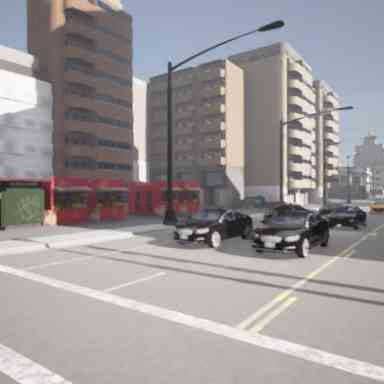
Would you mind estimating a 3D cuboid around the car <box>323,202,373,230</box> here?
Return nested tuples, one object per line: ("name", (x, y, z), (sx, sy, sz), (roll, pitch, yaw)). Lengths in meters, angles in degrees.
("car", (10.326, 1.637, 22.074), (2.033, 1.411, 5.357), (0, 0, 35))

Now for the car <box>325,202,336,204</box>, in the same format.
("car", (14.406, 1.748, 33.958), (2.033, 1.411, 5.357), (0, -1, 35))

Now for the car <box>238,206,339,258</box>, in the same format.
("car", (3.978, 1.504, 13.035), (2.128, 1.511, 4.902), (0, 0, 35))

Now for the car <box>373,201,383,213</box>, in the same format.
("car", (21.724, 1.757, 38.200), (1.882, 1.535, 5.008), (0, -1, 36))

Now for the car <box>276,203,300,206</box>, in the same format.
("car", (6.460, 1.547, 22.661), (1.882, 1.535, 5.008), (0, 0, 35))

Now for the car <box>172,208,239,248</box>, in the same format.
("car", (1.069, 1.496, 14.984), (2.128, 1.511, 4.902), (0, 0, 35))
